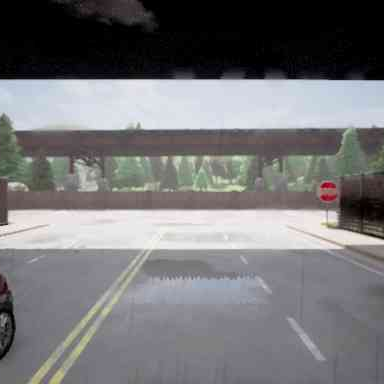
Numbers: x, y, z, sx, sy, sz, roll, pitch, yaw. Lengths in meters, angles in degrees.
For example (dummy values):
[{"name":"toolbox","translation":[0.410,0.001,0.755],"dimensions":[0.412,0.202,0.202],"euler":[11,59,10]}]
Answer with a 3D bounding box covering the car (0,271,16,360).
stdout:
[{"name":"car","translation":[-3.575,1.363,2.842],"dimensions":[2.097,1.767,4.553],"euler":[0,-1,0]}]
